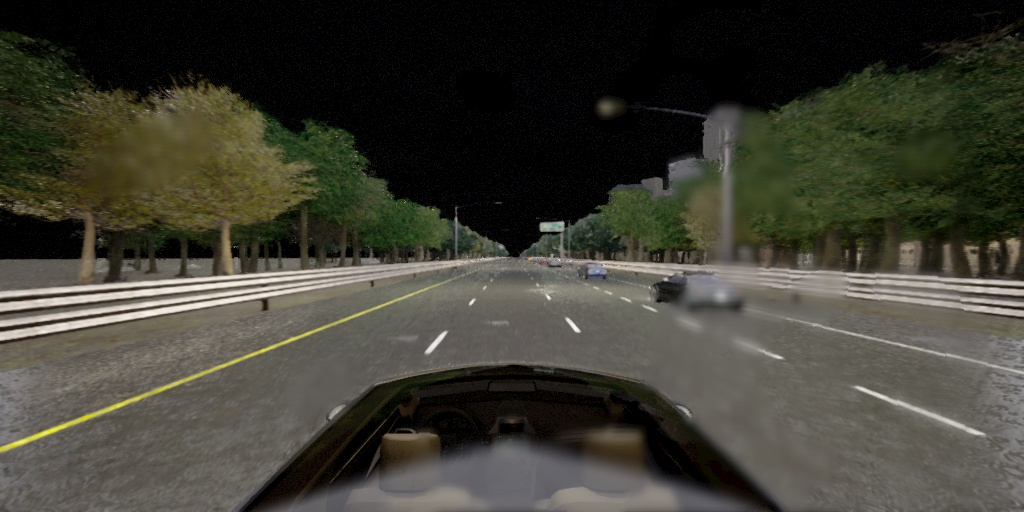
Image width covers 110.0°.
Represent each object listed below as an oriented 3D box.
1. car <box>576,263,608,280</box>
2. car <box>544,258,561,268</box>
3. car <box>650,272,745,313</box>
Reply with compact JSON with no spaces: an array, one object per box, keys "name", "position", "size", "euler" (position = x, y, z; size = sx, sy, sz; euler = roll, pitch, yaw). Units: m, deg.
[{"name":"car","position":[7.063,1.324,32.016],"size":[2.033,1.411,5.357],"euler":[0,0,0]},{"name":"car","position":[7.225,1.369,61.979],"size":[1.994,1.385,4.181],"euler":[0,0,0]},{"name":"car","position":[7.013,1.322,14.022],"size":[1.994,1.385,4.181],"euler":[0,0,0]}]
